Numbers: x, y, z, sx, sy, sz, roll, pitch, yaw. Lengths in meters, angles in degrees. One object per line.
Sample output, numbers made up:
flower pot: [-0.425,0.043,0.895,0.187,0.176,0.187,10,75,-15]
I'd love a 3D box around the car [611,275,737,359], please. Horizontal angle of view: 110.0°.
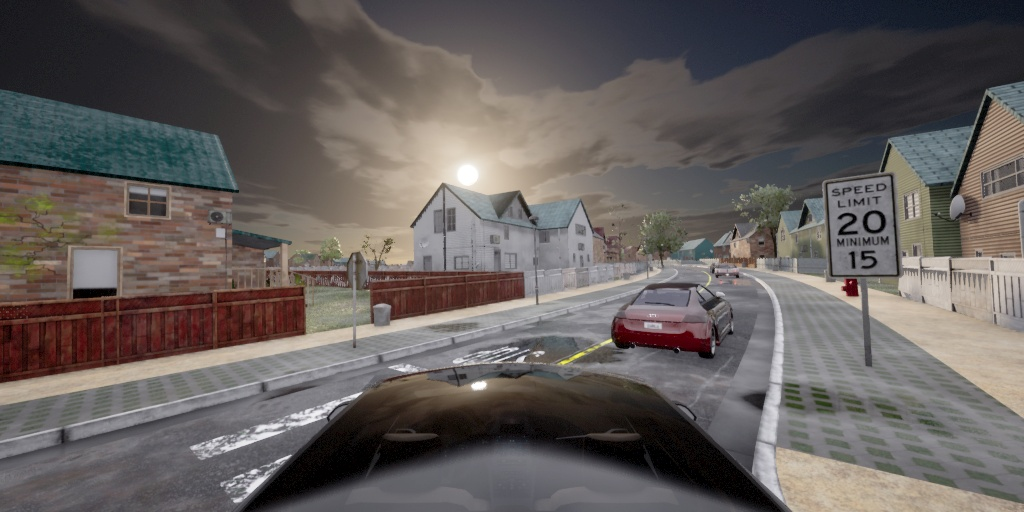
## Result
car: [3.951,1.322,8.566,1.994,1.385,4.181,-3,-2,37]

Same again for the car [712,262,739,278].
car: [20.482,1.394,34.268,1.895,1.301,4.718,-3,-1,29]

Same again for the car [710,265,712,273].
car: [25.154,1.432,43.508,1.895,1.301,4.718,-2,-1,25]
